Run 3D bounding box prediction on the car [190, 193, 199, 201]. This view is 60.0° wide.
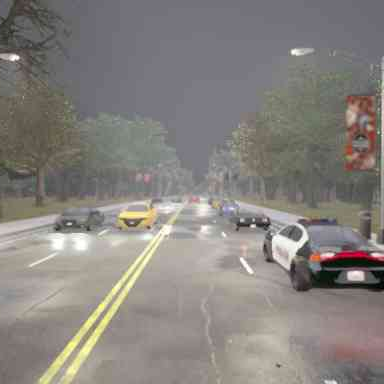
[{"bbox_3d":[0.602,1.115,79.382,2.097,1.767,4.553,0,0,1],"label":"car"}]

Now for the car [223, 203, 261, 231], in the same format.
[{"bbox_3d":[3.268,1.548,20.122,1.895,1.301,4.718,0,0,-1],"label":"car"}]

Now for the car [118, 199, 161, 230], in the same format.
[{"bbox_3d":[-3.303,1.422,20.883,1.882,1.535,5.008,0,0,0],"label":"car"}]

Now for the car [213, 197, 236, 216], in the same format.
[{"bbox_3d":[3.343,1.468,30.992,2.033,1.411,5.357,0,0,0],"label":"car"}]

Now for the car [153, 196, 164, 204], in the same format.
[{"bbox_3d":[-6.183,1.463,60.294,1.895,1.301,4.718,0,0,1],"label":"car"}]

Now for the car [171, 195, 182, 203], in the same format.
[{"bbox_3d":[-2.903,1.354,62.458,2.128,1.511,4.902,0,0,1],"label":"car"}]

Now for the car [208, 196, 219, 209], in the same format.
[{"bbox_3d":[3.422,1.352,42.172,1.801,1.575,5.366,0,0,0],"label":"car"}]

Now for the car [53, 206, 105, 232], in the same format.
[{"bbox_3d":[-6.558,1.512,19.748,1.994,1.385,4.181,0,0,0],"label":"car"}]

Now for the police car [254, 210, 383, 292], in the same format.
[{"bbox_3d":[3.258,1.481,9.013,2.038,1.542,4.974,0,0,0],"label":"police car"}]

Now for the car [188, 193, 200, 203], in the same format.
[{"bbox_3d":[0.373,1.212,62.421,2.097,1.767,4.553,0,0,1],"label":"car"}]
